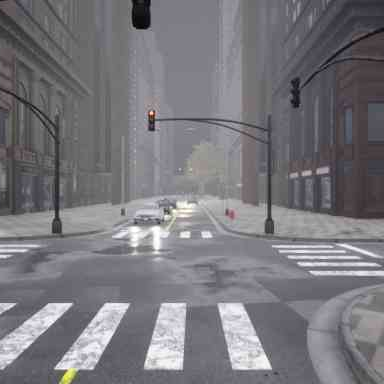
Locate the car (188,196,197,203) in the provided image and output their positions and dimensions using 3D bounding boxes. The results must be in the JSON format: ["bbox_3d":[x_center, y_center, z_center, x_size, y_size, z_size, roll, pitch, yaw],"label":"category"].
[{"bbox_3d":[0.152,1.574,69.729,1.812,1.442,4.674,0,0,0],"label":"car"}]

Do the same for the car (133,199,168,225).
[{"bbox_3d":[-3.082,1.526,24.463,1.812,1.442,4.674,0,0,0],"label":"car"}]

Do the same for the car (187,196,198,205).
[{"bbox_3d":[0.133,1.582,59.379,2.033,1.411,5.357,0,0,0],"label":"car"}]

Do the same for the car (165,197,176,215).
[{"bbox_3d":[-3.075,1.552,34.873,2.033,1.411,5.357,0,0,0],"label":"car"}]
